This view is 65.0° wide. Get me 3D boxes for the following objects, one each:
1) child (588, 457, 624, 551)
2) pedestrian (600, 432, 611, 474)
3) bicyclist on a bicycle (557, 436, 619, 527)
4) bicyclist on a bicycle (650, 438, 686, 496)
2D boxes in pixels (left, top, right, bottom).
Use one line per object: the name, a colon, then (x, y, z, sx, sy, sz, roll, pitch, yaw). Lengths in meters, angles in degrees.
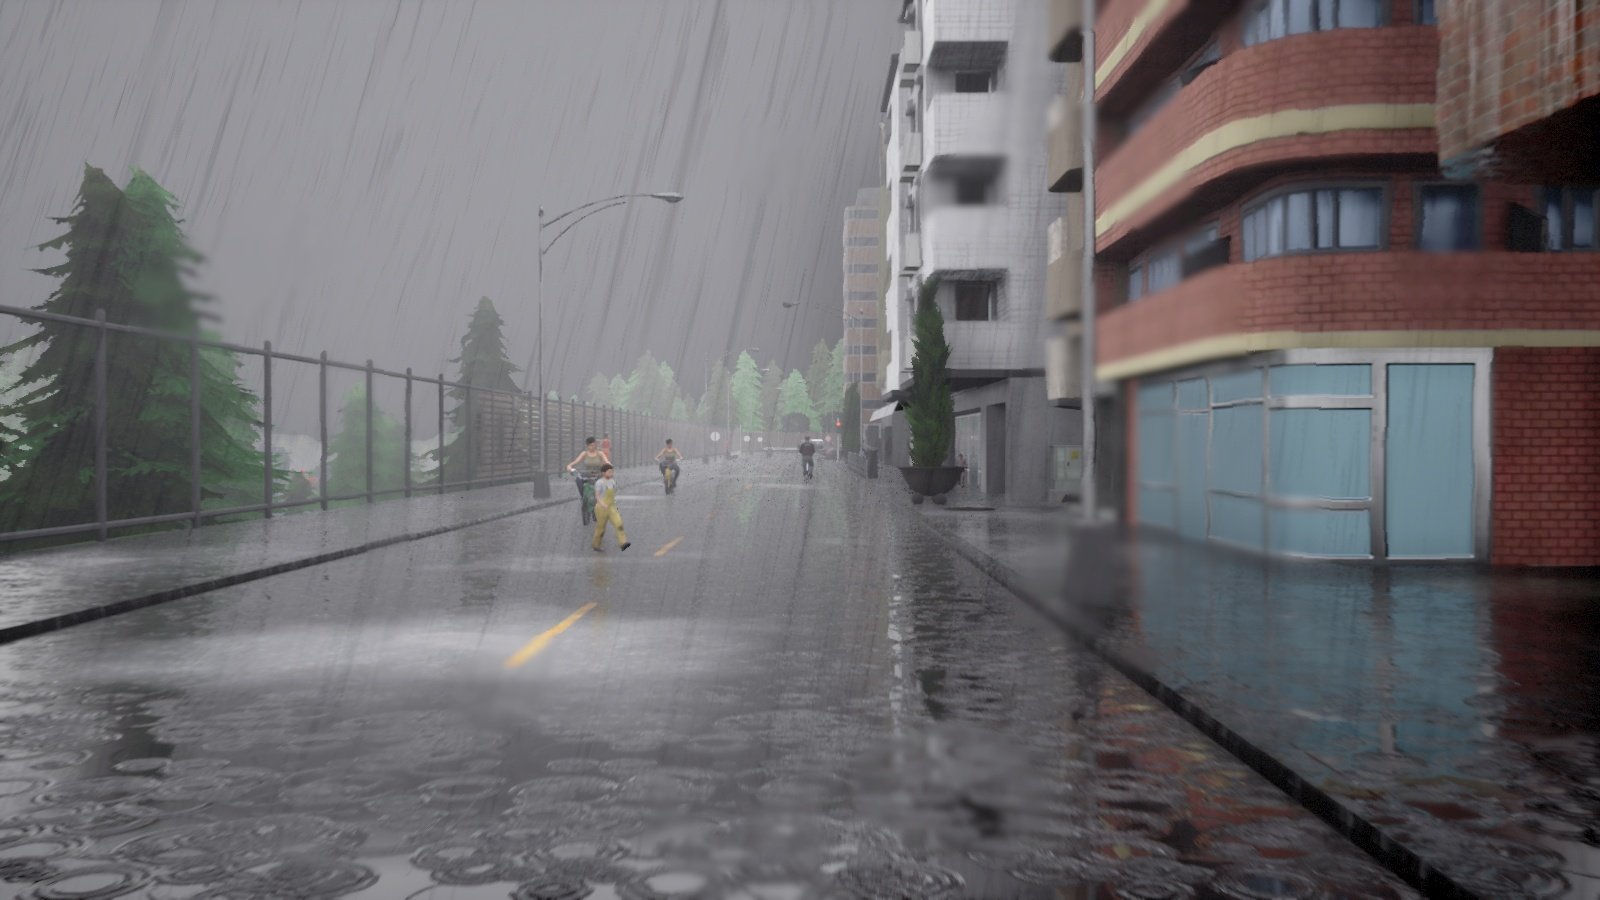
child: (-2.650, 0.728, 17.111, 0.437, 1.263, 0.270, 0, 0, 42)
pedestrian: (-8.731, 0.132, 56.371, 0.345, 1.836, 0.594, 0, 0, 3)
bicyclist on a bicycle: (-3.851, 0.551, 22.948, 0.866, 1.612, 1.509, 0, 0, 1)
bicyclist on a bicycle: (-3.783, 0.476, 36.100, 0.866, 1.612, 1.509, 0, 0, 0)
